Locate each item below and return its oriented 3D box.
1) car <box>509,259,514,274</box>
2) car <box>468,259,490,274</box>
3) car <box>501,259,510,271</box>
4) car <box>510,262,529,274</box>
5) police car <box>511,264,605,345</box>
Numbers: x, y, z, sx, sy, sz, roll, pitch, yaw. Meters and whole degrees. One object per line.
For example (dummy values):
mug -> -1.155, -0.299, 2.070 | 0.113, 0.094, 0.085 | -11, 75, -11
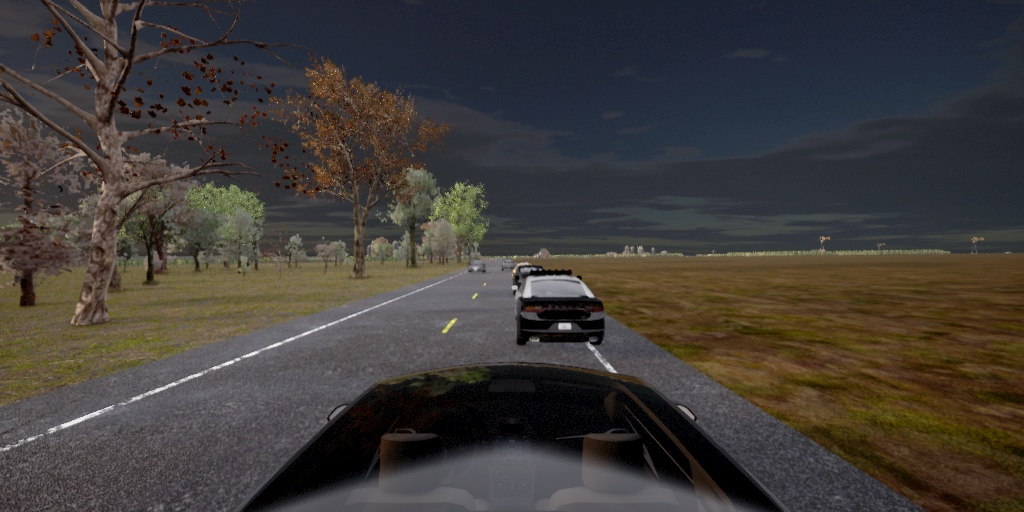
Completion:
car -> 0.892, 1.189, 25.694 | 1.801, 1.575, 5.366 | 0, 0, -1
car -> -3.977, 1.223, 41.344 | 2.128, 1.511, 4.902 | 0, 0, -1
car -> -0.468, 1.223, 48.561 | 2.128, 1.511, 4.902 | 0, 0, -1
car -> 0.952, 1.242, 19.499 | 1.837, 1.490, 4.892 | 0, 0, 0
police car -> 1.021, 1.168, 9.599 | 1.930, 1.638, 5.238 | 0, 0, 0
